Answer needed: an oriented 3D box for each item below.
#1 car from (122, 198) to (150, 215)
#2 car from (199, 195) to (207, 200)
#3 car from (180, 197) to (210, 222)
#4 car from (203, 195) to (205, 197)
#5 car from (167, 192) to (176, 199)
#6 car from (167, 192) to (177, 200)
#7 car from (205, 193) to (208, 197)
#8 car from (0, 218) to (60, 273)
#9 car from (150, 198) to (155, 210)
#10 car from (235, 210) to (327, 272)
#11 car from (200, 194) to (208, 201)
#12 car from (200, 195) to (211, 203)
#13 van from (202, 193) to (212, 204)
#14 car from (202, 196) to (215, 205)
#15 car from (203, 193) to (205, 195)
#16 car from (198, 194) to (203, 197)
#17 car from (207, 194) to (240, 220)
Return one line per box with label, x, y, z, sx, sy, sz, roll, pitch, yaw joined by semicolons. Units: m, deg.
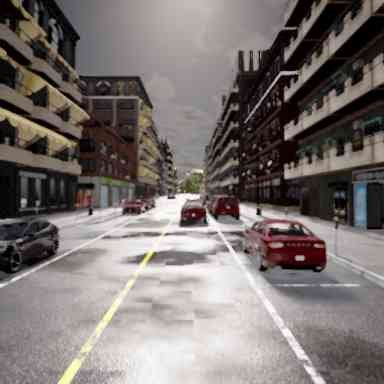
car;-5.675;1.444;32.870;1.887;1.381;4.507;1;0;0
car;2.714;1.332;82.969;1.802;1.307;4.206;1;0;0
car;0.104;1.399;25.203;1.882;1.535;5.008;0;1;0
car;2.708;1.390;44.140;1.752;1.417;4.829;1;0;0
car;-5.661;1.032;94.150;2.192;1.841;5.009;1;0;0
car;-5.665;1.299;88.581;1.947;1.339;4.313;1;0;0
car;2.709;1.214;32.827;2.192;1.841;5.009;1;0;0
car;-5.679;1.533;10.585;1.947;1.339;4.313;1;0;0
car;-5.674;1.464;38.440;1.802;1.307;4.206;1;0;0
car;2.702;1.512;10.543;1.887;1.381;4.507;1;0;0
car;2.713;1.291;77.567;1.752;1.417;4.829;1;0;0
car;2.711;1.350;66.255;2.008;1.369;4.403;1;0;0
van;2.713;1.157;60.683;1.690;1.788;3.998;1;0;0
car;2.709;1.377;55.113;1.887;1.381;4.507;1;0;0
car;2.712;1.164;49.541;2.192;1.841;5.009;1;0;0
car;0.107;1.353;45.517;2.128;1.511;4.902;0;0;0
car;2.708;1.231;27.256;2.192;1.841;5.009;1;0;0
